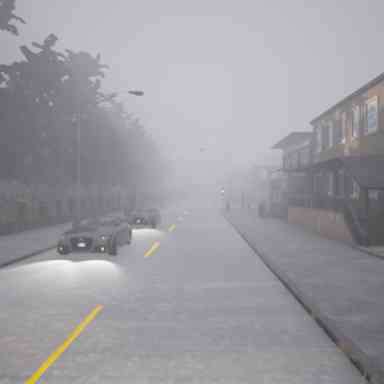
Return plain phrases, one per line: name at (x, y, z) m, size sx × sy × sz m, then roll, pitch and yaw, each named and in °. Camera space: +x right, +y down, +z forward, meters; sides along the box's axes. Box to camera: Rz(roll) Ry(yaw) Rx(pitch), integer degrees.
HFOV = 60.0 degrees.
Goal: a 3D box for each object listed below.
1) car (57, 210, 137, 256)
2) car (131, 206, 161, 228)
car at (-3.690, 1.622, 13.270) m, size 1.994 × 1.385 × 4.181 m, roll 0°, pitch 0°, yaw 2°
car at (-3.292, 1.663, 22.917) m, size 1.994 × 1.385 × 4.181 m, roll 0°, pitch 0°, yaw 2°
